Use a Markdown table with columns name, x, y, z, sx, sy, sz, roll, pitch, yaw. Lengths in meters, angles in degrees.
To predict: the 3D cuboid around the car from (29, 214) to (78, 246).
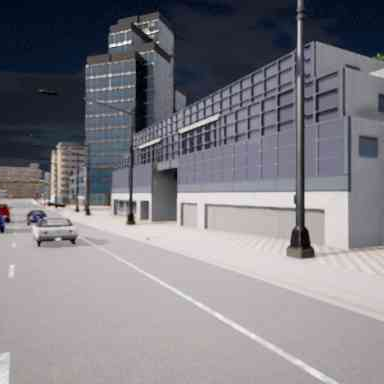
| name | x | y | z | sx | sy | sz | roll | pitch | yaw |
| --- | --- | --- | --- | --- | --- | --- | --- | --- | --- |
| car | -7.453 | 2.048 | 17.891 | 1.895 | 1.301 | 4.718 | 1 | -2 | -28 |

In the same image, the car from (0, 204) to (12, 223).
| name | x | y | z | sx | sy | sz | roll | pitch | yaw |
| --- | --- | --- | --- | --- | --- | --- | --- | --- | --- |
| car | -21.102 | 2.280 | 36.424 | 2.150 | 2.045 | 5.566 | 1 | -1 | -28 |

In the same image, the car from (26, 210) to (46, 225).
| name | x | y | z | sx | sy | sz | roll | pitch | yaw |
| --- | --- | --- | --- | --- | --- | --- | --- | --- | --- |
| car | -15.533 | 2.534 | 33.332 | 2.033 | 1.411 | 5.357 | 0 | -2 | -28 |

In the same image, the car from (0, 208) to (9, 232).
| name | x | y | z | sx | sy | sz | roll | pitch | yaw |
| --- | --- | --- | --- | --- | --- | --- | --- | --- | --- |
| car | -15.381 | 2.254 | 25.490 | 1.882 | 1.535 | 5.008 | 1 | -2 | -28 |
